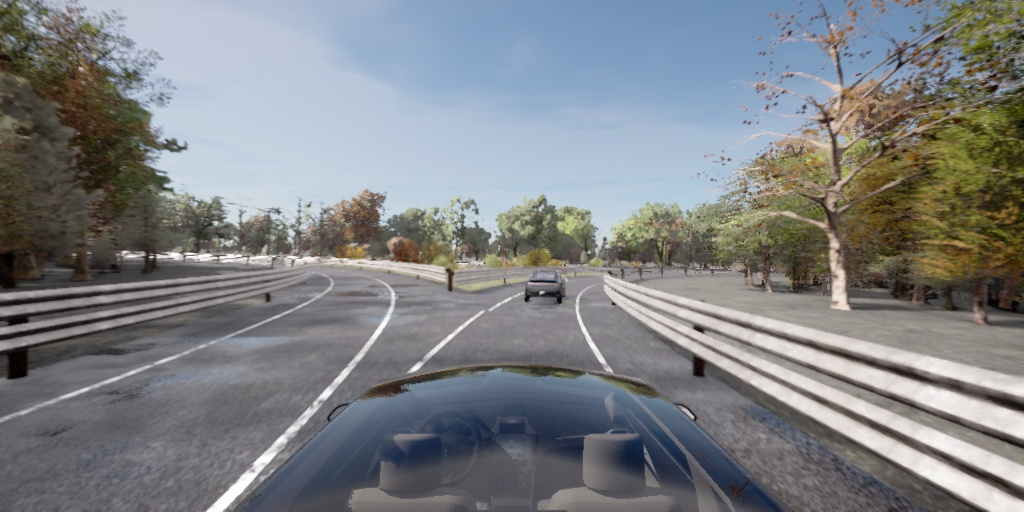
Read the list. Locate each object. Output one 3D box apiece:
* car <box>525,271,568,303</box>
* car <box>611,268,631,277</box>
[{"bbox_3d":[1.853,1.530,18.924,2.128,1.511,4.902,0,-1,11],"label":"car"},{"bbox_3d":[15.244,2.343,50.844,1.895,1.301,4.718,0,-1,38],"label":"car"}]
